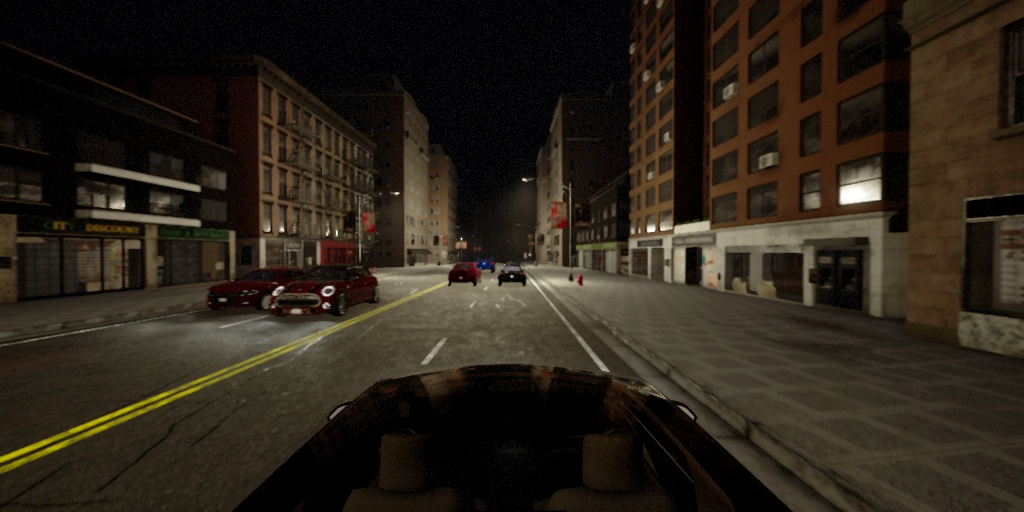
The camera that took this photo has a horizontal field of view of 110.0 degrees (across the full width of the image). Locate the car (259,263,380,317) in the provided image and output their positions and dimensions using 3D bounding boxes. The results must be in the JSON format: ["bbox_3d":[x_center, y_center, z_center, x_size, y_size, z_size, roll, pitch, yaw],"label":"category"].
[{"bbox_3d":[-6.581,1.098,13.168,2.097,1.767,4.553,0,0,0],"label":"car"}]

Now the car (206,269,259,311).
[{"bbox_3d":[-9.832,1.224,14.690,1.882,1.535,5.008,0,0,0],"label":"car"}]

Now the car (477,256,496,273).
[{"bbox_3d":[-3.146,0.981,43.456,2.150,2.045,5.566,0,0,0],"label":"car"}]

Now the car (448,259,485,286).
[{"bbox_3d":[-3.216,1.226,25.202,1.882,1.535,5.008,0,0,1],"label":"car"}]

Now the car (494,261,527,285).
[{"bbox_3d":[0.031,1.313,25.676,1.994,1.385,4.181,0,0,1],"label":"car"}]
